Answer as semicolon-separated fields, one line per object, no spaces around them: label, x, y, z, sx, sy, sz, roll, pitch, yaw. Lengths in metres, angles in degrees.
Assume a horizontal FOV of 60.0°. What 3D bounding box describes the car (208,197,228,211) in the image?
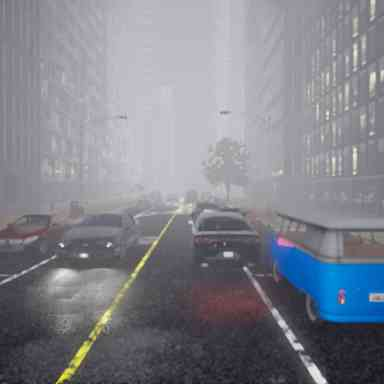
car;2.688;1.201;35.109;1.802;1.307;4.206;0;1;0

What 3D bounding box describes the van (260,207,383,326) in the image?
van;2.690;1.268;6.646;1.690;1.788;3.998;0;1;0

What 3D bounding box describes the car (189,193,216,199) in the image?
car;0.899;1.164;26.855;1.801;1.575;5.366;0;1;0

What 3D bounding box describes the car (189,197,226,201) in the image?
car;0.899;1.280;20.666;1.837;1.490;4.892;0;1;0

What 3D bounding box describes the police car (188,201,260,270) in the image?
police car;0.900;1.307;10.775;1.930;1.638;5.238;0;1;0

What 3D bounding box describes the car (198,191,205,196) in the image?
car;2.686;0.469;92.029;1.887;1.381;4.507;0;1;0

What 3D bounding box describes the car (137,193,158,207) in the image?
car;-5.693;1.106;40.803;2.008;1.369;4.403;0;1;0

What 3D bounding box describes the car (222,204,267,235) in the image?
car;2.689;1.386;18.032;1.802;1.307;4.206;0;1;0

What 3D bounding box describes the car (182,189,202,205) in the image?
car;0.008;0.831;47.472;2.097;1.767;4.553;0;1;0

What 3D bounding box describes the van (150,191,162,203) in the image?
van;-5.693;0.764;52.185;1.690;1.788;3.998;0;1;0

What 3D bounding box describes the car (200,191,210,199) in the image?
car;2.687;0.653;69.259;1.967;1.590;4.097;0;1;0

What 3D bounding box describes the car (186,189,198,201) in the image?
car;-0.004;0.531;61.436;2.150;2.045;5.566;0;1;0

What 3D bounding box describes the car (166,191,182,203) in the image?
car;-3.087;0.960;53.015;2.033;1.411;5.357;0;1;0

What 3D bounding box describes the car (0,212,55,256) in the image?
car;-5.691;1.447;12.342;1.802;1.307;4.206;0;1;0

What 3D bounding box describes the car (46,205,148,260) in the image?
car;-3.101;1.414;12.195;2.033;1.411;5.357;0;1;0

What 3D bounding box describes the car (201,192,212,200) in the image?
car;2.687;0.724;63.567;1.967;1.590;4.097;0;1;0
